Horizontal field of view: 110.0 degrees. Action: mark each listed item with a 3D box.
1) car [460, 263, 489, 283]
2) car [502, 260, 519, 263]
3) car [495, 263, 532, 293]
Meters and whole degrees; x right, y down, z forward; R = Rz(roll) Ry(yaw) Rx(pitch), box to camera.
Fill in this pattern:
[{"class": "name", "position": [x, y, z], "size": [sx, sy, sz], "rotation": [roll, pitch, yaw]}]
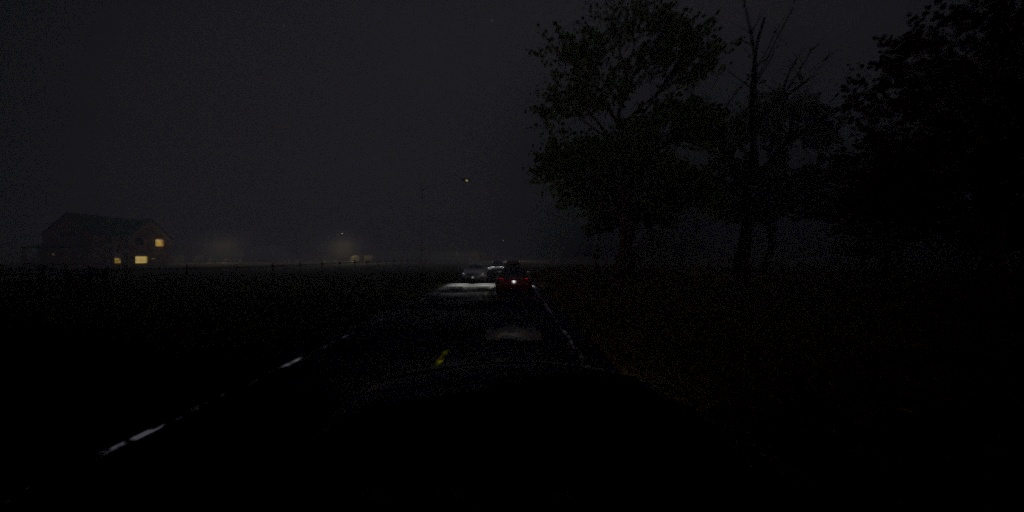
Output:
[{"class": "car", "position": [-2.846, 1.273, 28.326], "size": [1.812, 1.442, 4.674], "rotation": [0, 0, 0]}, {"class": "car", "position": [0.094, 1.248, 41.520], "size": [1.837, 1.490, 4.892], "rotation": [0, 0, 0]}, {"class": "car", "position": [0.099, 1.314, 20.643], "size": [1.994, 1.385, 4.181], "rotation": [0, 0, 0]}]
